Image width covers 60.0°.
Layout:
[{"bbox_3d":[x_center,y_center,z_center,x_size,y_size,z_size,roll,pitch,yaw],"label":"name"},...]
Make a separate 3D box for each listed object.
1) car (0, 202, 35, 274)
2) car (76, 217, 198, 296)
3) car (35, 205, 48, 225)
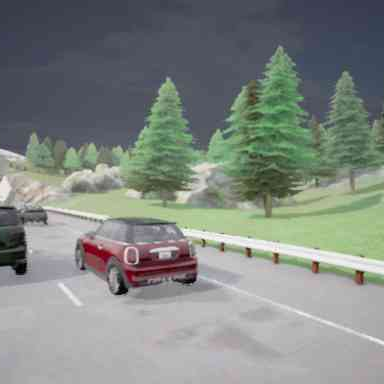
[{"bbox_3d":[-6.559,1.330,10.400,2.150,2.045,5.566,1,-1,-33],"label":"car"},{"bbox_3d":[-1.754,1.472,9.363,2.097,1.767,4.553,1,-1,-33],"label":"car"},{"bbox_3d":[-12.753,1.785,26.411,2.128,1.511,4.902,1,-1,-33],"label":"car"}]
